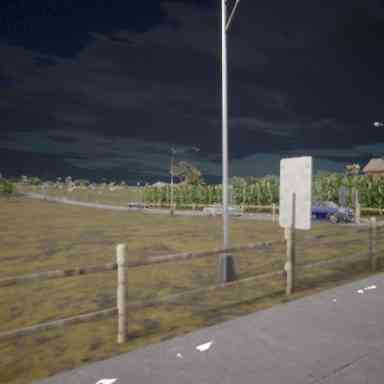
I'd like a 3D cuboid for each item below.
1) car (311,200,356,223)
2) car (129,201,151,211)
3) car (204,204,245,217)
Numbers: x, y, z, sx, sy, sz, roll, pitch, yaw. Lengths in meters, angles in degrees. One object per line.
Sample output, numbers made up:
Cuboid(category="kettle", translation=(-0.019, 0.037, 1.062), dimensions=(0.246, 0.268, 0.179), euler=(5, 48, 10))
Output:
Cuboid(category="car", translation=(10.149, 1.422, 25.597), dimensions=(2.097, 1.767, 4.553), euler=(2, -2, -37))
Cuboid(category="car", translation=(-8.149, 2.151, 51.358), dimensions=(1.837, 1.490, 4.892), euler=(2, -2, -35))
Cuboid(category="car", translation=(3.372, 1.914, 35.028), dimensions=(1.895, 1.301, 4.718), euler=(2, -2, -35))
